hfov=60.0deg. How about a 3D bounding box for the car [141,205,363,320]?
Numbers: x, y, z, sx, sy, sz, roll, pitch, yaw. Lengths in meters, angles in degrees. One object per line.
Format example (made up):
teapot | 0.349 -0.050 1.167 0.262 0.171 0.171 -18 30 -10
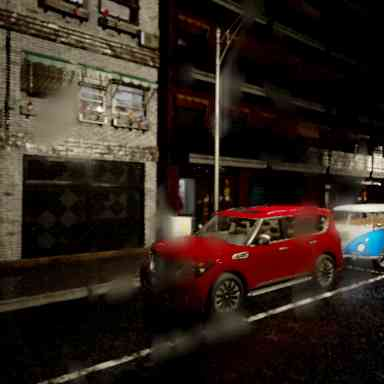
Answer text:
car | 1.384 1.291 7.490 5.009 1.841 2.192 0 1 -36

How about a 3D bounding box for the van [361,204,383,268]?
van | 6.017 1.292 10.802 3.998 1.788 1.690 0 1 -36
